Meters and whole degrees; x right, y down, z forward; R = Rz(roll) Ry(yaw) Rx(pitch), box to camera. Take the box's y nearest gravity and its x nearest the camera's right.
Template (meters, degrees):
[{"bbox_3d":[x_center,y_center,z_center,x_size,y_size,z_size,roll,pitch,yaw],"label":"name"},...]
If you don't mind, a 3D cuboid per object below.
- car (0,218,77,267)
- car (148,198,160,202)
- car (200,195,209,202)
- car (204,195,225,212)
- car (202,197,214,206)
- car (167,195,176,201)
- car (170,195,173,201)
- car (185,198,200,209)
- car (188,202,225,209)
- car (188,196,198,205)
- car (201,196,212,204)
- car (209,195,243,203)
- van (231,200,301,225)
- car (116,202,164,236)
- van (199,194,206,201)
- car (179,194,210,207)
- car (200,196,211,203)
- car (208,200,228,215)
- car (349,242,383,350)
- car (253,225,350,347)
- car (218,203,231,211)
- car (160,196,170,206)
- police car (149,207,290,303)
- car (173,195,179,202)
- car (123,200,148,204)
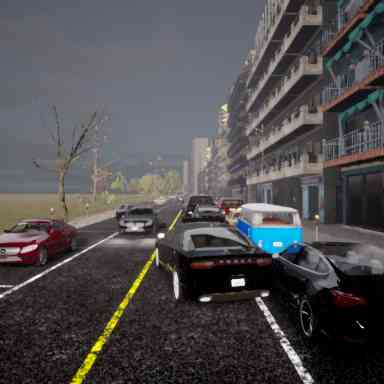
[{"bbox_3d":[-5.282,1.584,11.420,1.802,1.307,4.206,1,0,0],"label":"car"},{"bbox_3d":[-5.220,1.591,39.690,1.802,1.307,4.206,1,0,0],"label":"car"},{"bbox_3d":[2.736,1.463,74.186,1.967,1.590,4.097,1,0,0],"label":"car"},{"bbox_3d":[2.664,1.324,40.220,2.192,1.841,5.009,1,0,0],"label":"car"},{"bbox_3d":[2.699,1.541,57.373,1.752,1.417,4.829,1,0,0],"label":"car"},{"bbox_3d":[-5.122,1.578,84.922,2.008,1.369,4.403,1,0,0],"label":"car"},{"bbox_3d":[-5.134,1.575,79.268,2.008,1.369,4.403,1,0,0],"label":"car"},{"bbox_3d":[0.114,1.559,46.480,2.033,1.411,5.357,0,0,1],"label":"car"},{"bbox_3d":[0.865,1.510,18.645,1.837,1.490,4.892,0,0,0],"label":"car"},{"bbox_3d":[0.131,1.542,60.260,1.812,1.442,4.674,0,0,0],"label":"car"},{"bbox_3d":[2.711,1.543,63.034,1.752,1.417,4.829,1,0,0],"label":"car"},{"bbox_3d":[2.627,1.320,23.237,2.192,1.841,5.009,1,0,0],"label":"car"},{"bbox_3d":[2.602,1.344,11.915,1.690,1.788,3.998,1,0,0],"label":"van"},{"bbox_3d":[-2.809,1.530,18.615,1.812,1.442,4.674,0,0,0],"label":"car"},{"bbox_3d":[2.762,1.369,85.508,1.690,1.788,3.998,1,0,0],"label":"van"},{"bbox_3d":[0.435,1.225,24.585,2.150,2.045,5.566,0,0,-5],"label":"car"},{"bbox_3d":[2.723,1.571,68.524,2.008,1.369,4.403,1,0,0],"label":"car"},{"bbox_3d":[2.649,1.590,34.559,1.802,1.307,4.206,1,0,0],"label":"car"},{"bbox_3d":[2.578,1.315,0.593,2.192,1.841,5.009,1,0,0],"label":"car"},{"bbox_3d":[2.587,1.567,6.253,1.947,1.339,4.313,1,0,0],"label":"car"},{"bbox_3d":[2.613,1.529,17.746,1.752,1.417,4.829,1,0,0],"label":"car"},{"bbox_3d":[-5.183,1.541,56.483,1.752,1.417,4.829,1,0,0],"label":"car"},{"bbox_3d":[0.226,1.427,8.499,1.930,1.638,5.238,0,0,-13],"label":"police car"},{"bbox_3d":[-2.582,1.515,77.084,2.128,1.511,4.902,0,0,0],"label":"car"},{"bbox_3d":[-5.245,1.572,28.383,1.947,1.339,4.313,1,0,0],"label":"car"}]
